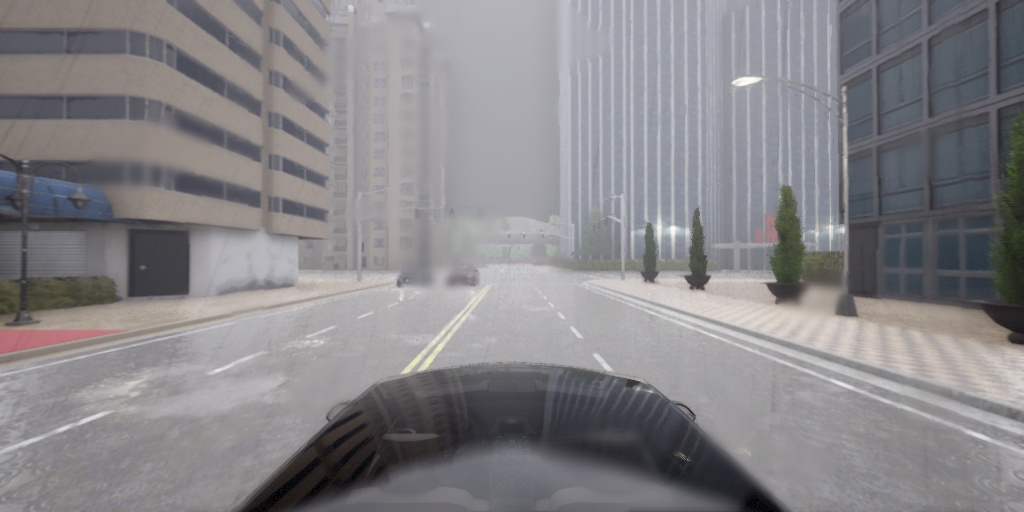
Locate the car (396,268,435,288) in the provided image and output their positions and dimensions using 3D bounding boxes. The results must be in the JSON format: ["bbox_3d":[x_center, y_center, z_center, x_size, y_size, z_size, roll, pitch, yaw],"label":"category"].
[{"bbox_3d":[-7.031,1.585,26.536,1.994,1.385,4.181,0,-1,1],"label":"car"}]

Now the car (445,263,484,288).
[{"bbox_3d":[-3.533,1.371,26.506,2.097,1.767,4.553,0,-1,0],"label":"car"}]
